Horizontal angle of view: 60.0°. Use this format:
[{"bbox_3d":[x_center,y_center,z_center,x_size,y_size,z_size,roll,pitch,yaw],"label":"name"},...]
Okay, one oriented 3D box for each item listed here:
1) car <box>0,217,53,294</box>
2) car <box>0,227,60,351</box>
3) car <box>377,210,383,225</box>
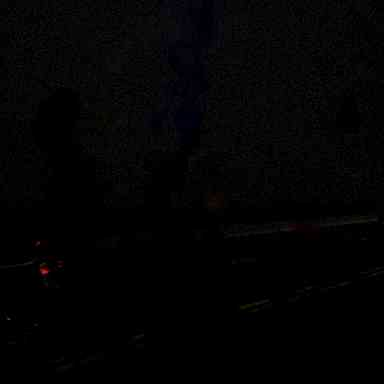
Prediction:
[{"bbox_3d":[-5.950,1.495,7.418,4.902,1.511,2.128,0,0,-35],"label":"car"},{"bbox_3d":[-4.357,1.357,4.557,4.553,1.767,2.097,0,0,-36],"label":"car"},{"bbox_3d":[13.902,1.378,21.526,4.902,1.511,2.128,0,0,-35],"label":"car"}]
